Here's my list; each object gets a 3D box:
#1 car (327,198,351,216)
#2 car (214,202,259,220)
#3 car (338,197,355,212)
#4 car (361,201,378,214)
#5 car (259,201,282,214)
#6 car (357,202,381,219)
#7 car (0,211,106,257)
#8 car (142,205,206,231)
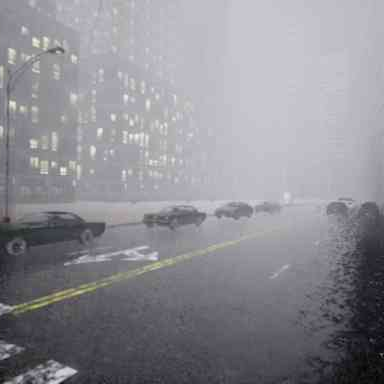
[{"bbox_3d":[16.736,1.841,38.240,1.882,1.535,5.008,2,0,29],"label":"car"},{"bbox_3d":[3.743,1.545,28.647,2.033,1.411,5.357,2,0,29],"label":"car"},{"bbox_3d":[21.732,1.705,47.225,2.150,2.045,5.566,2,0,29],"label":"car"},{"bbox_3d":[24.000,2.069,44.797,1.837,1.490,4.892,2,0,29],"label":"car"},{"bbox_3d":[8.569,1.713,37.254,1.895,1.301,4.718,2,0,29],"label":"car"},{"bbox_3d":[18.322,1.935,34.512,1.837,1.490,4.892,2,1,29],"label":"car"},{"bbox_3d":[-5.451,1.382,12.100,1.895,1.301,4.718,2,0,29],"label":"car"},{"bbox_3d":[-0.956,1.488,20.190,1.895,1.301,4.718,2,0,29],"label":"car"}]
